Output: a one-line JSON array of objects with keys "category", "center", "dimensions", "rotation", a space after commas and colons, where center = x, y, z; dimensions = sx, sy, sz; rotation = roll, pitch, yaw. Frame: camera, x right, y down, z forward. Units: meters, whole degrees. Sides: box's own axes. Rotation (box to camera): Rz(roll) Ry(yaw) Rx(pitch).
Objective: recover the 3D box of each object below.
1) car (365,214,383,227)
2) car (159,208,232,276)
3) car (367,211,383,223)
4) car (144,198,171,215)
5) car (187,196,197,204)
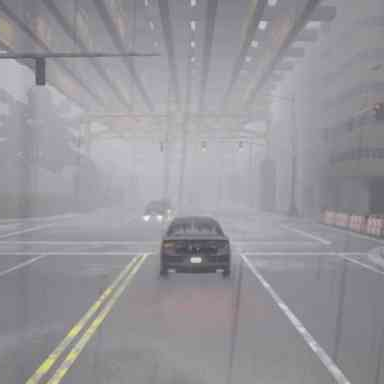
[{"category": "car", "center": [13.581, 1.442, 20.670], "dimensions": [4.974, 1.542, 2.038], "rotation": [0, 0, 25]}, {"category": "car", "center": [0.050, 1.472, 10.408], "dimensions": [1.882, 1.535, 5.008], "rotation": [0, 0, -1]}, {"category": "car", "center": [13.629, 1.284, 20.648], "dimensions": [4.536, 1.218, 1.853], "rotation": [0, 0, 25]}, {"category": "car", "center": [-3.613, 1.530, 33.774], "dimensions": [2.033, 1.411, 5.357], "rotation": [0, 0, 0]}, {"category": "car", "center": [0.075, 1.459, 62.038], "dimensions": [2.128, 1.511, 4.902], "rotation": [0, 0, 0]}]
